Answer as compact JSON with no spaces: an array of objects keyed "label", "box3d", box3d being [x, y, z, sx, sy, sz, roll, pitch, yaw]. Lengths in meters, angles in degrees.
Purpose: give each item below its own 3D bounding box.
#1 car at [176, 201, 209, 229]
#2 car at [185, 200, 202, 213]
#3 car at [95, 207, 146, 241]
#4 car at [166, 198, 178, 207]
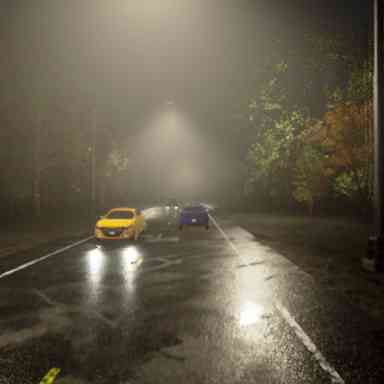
[{"label":"car","box3d":[0.126,1.606,22.849,1.882,1.535,5.008,0,0,0]},{"label":"car","box3d":[0.155,1.768,41.638,2.033,1.411,5.357,0,0,0]},{"label":"car","box3d":[-3.578,1.579,17.400,1.882,1.535,5.008,0,0,0]},{"label":"car","box3d":[-3.468,1.806,58.884,1.837,1.490,4.892,0,0,1]}]
